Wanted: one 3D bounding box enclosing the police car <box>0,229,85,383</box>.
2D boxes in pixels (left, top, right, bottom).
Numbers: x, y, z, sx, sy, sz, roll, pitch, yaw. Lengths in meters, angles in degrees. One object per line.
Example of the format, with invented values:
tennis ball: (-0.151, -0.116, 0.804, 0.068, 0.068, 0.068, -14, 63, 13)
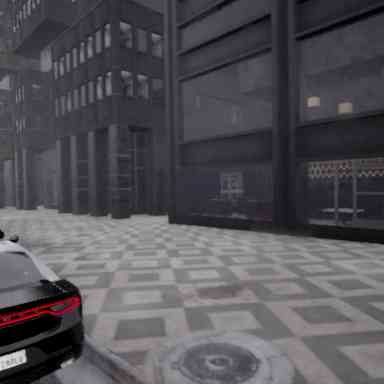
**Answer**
police car: (-3.498, 1.422, 5.066, 1.930, 1.638, 5.238, -2, 1, -43)
